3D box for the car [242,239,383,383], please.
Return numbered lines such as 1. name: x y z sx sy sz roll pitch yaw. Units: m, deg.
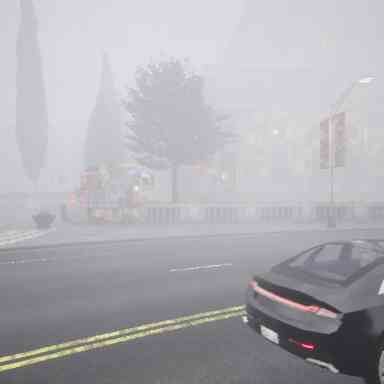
1. car: 3.097 1.492 5.070 4.902 1.511 2.128 0 0 -26
